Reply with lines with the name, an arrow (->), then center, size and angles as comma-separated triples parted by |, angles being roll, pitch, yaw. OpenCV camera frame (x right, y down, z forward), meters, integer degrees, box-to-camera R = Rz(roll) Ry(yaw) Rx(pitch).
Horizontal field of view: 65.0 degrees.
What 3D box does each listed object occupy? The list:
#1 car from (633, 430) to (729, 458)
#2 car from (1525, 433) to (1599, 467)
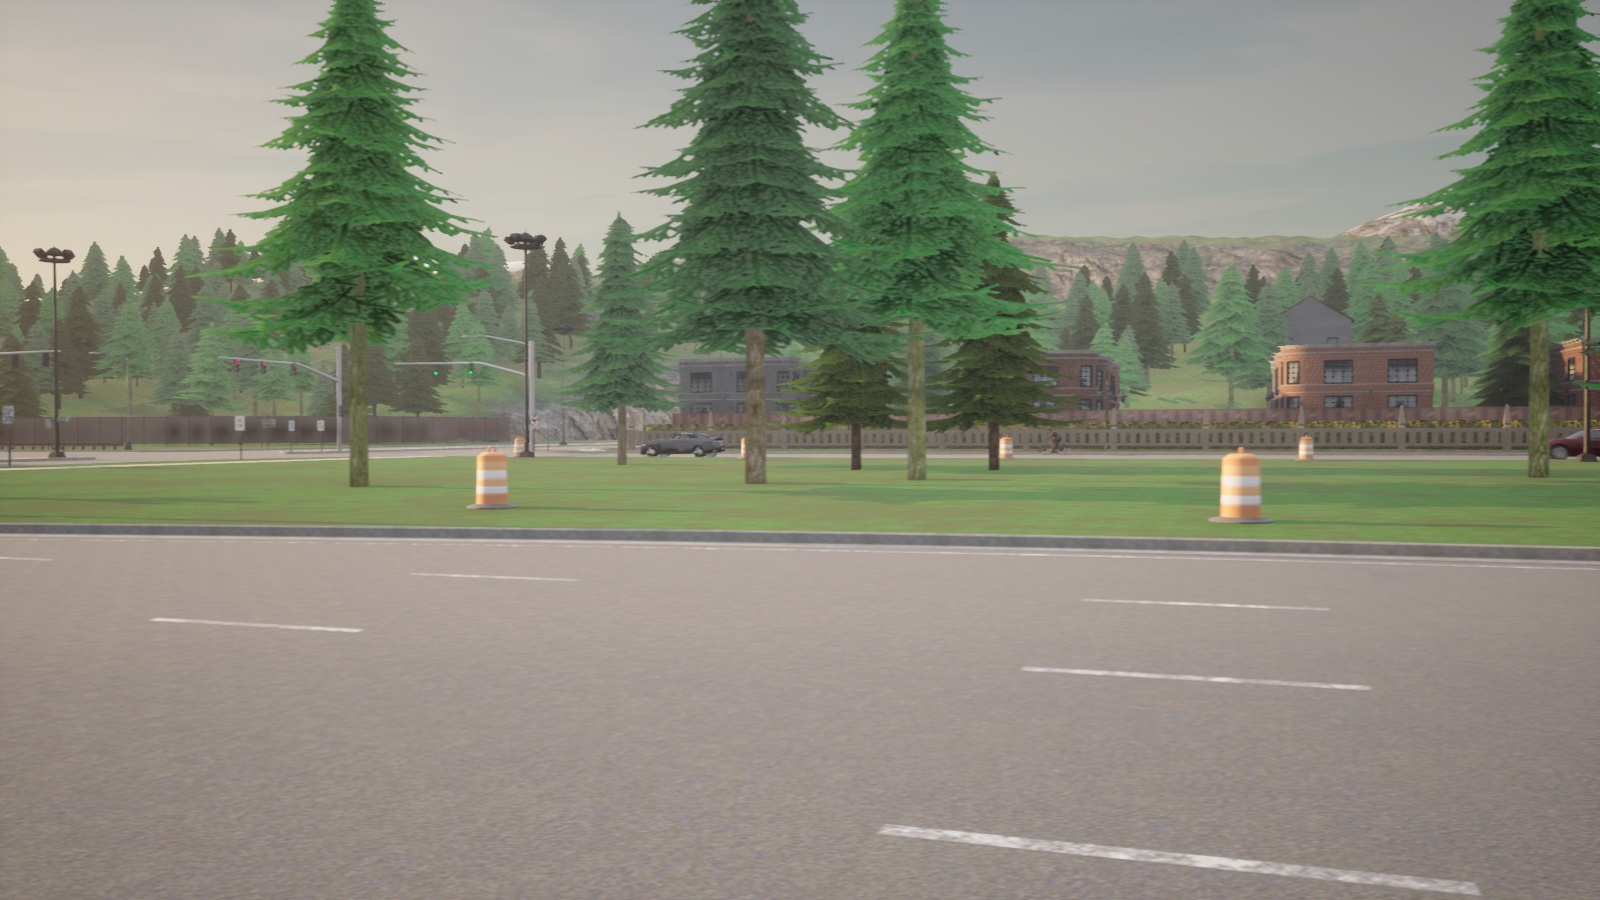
car -> -6.630, -0.367, 70.224 | 4.902, 1.511, 2.128 | 1, 1, 18
car -> 37.269, -0.005, 59.277 | 5.008, 1.535, 1.882 | 1, 1, 18
